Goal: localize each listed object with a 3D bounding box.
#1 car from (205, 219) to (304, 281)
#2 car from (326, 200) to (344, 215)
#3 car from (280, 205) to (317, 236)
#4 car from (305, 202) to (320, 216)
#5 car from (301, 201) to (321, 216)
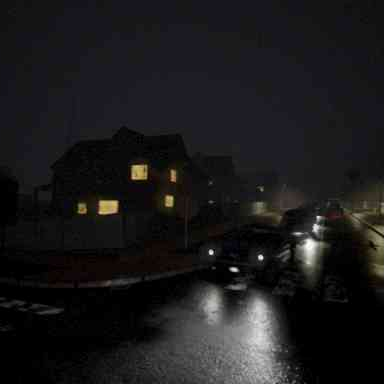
[{"bbox_3d":[2.189,1.821,11.005,1.895,1.301,4.718,0,0,28],"label":"car"},{"bbox_3d":[19.491,2.242,45.172,1.837,1.490,4.892,0,-1,22],"label":"car"},{"bbox_3d":[6.844,1.832,21.485,1.882,1.535,5.008,0,-1,22],"label":"car"},{"bbox_3d":[10.800,1.986,31.366,2.128,1.511,4.902,0,-1,22],"label":"car"},{"bbox_3d":[14.809,2.008,41.318,2.097,1.767,4.553,0,-1,22],"label":"car"}]
